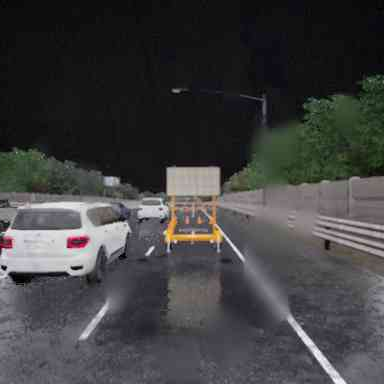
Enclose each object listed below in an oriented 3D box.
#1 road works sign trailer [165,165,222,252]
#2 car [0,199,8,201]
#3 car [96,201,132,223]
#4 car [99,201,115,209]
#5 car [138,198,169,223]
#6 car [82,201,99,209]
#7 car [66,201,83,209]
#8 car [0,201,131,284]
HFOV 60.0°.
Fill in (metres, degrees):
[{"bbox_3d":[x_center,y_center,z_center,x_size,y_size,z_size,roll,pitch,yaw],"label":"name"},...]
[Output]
[{"bbox_3d":[0.065,0.607,14.629,2.380,3.560,2.880,0,-1,0],"label":"road works sign trailer"},{"bbox_3d":[-17.487,1.574,28.055,2.150,2.045,5.566,0,-1,0],"label":"car"},{"bbox_3d":[-6.783,1.717,29.416,2.097,1.767,4.553,0,-1,0],"label":"car"},{"bbox_3d":[-17.240,2.602,67.733,1.882,1.535,5.008,0,-1,0],"label":"car"},{"bbox_3d":[-3.284,1.575,29.051,2.150,2.045,5.566,0,-1,0],"label":"car"},{"bbox_3d":[-20.738,2.616,68.162,1.882,1.535,5.008,0,-1,0],"label":"car"},{"bbox_3d":[-24.237,2.677,68.591,1.812,1.442,4.674,0,-1,0],"label":"car"},{"bbox_3d":[-3.344,1.320,10.002,2.150,2.045,5.566,0,-1,1],"label":"car"}]
